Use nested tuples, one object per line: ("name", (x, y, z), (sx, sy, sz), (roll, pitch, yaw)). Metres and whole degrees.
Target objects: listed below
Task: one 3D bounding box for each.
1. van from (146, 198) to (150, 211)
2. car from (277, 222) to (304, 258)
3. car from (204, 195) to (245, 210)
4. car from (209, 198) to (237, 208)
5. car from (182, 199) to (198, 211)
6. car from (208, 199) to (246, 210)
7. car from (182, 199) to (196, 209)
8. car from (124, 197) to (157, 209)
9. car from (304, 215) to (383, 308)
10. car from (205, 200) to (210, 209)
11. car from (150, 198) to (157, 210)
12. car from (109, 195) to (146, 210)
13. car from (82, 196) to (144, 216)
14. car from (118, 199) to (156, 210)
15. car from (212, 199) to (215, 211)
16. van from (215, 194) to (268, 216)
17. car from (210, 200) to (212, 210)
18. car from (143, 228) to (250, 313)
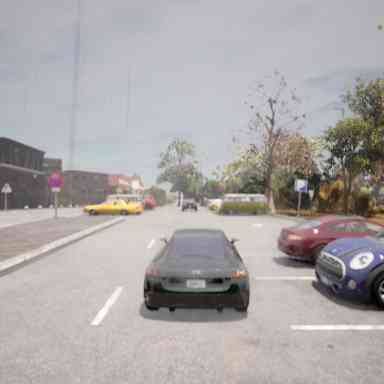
("van", (-7.371, 1.314, 37.598), (4.442, 1.987, 1.878), (0, -1, -1))
("car", (5.029, 1.457, 10.323), (4.674, 1.452, 2.002), (0, 0, -1))
("car", (4.625, 1.494, 47.751), (5.566, 2.045, 2.435), (0, -1, -1))
("car", (5.615, 1.979, 59.787), (4.553, 1.767, 2.097), (1, -2, -18))
("car", (-0.255, 1.653, 41.650), (1.812, 1.442, 4.674), (0, -1, -1))
("car", (4.687, 1.681, 45.077), (4.892, 1.521, 2.231), (0, -1, -1))
("car", (-0.464, 1.846, 51.523), (1.882, 1.535, 5.008), (0, -2, 2))
("car", (-7.614, 1.678, 49.736), (4.553, 1.767, 2.185), (0, -1, -1))
("car", (5.106, 1.307, 7.152), (4.553, 1.767, 2.185), (0, 0, 0))
("car", (4.706, 1.364, 42.291), (5.566, 2.045, 2.435), (0, -1, -1))
("car", (-7.529, 1.406, 43.788), (5.566, 2.045, 2.435), (0, -1, -1))
("car", (-7.425, 1.367, 34.559), (4.553, 1.767, 2.185), (0, -1, -1))
("car", (-7.611, 1.456, 31.637), (5.366, 1.575, 1.946), (0, -1, -1))
("car", (-7.595, 1.728, 46.699), (5.008, 1.535, 2.097), (0, -1, -1))
("car", (5.004, 1.474, 33.912), (5.366, 1.575, 1.946), (0, -1, -1))
("van", (4.731, 1.219, 31.117), (4.442, 1.987, 1.878), (0, -1, -1))
("car", (4.978, 1.512, 36.572), (5.366, 1.575, 1.946), (0, -1, -1))
("car", (0.156, 1.518, 7.671), (1.994, 1.385, 4.181), (0, 0, 3))
